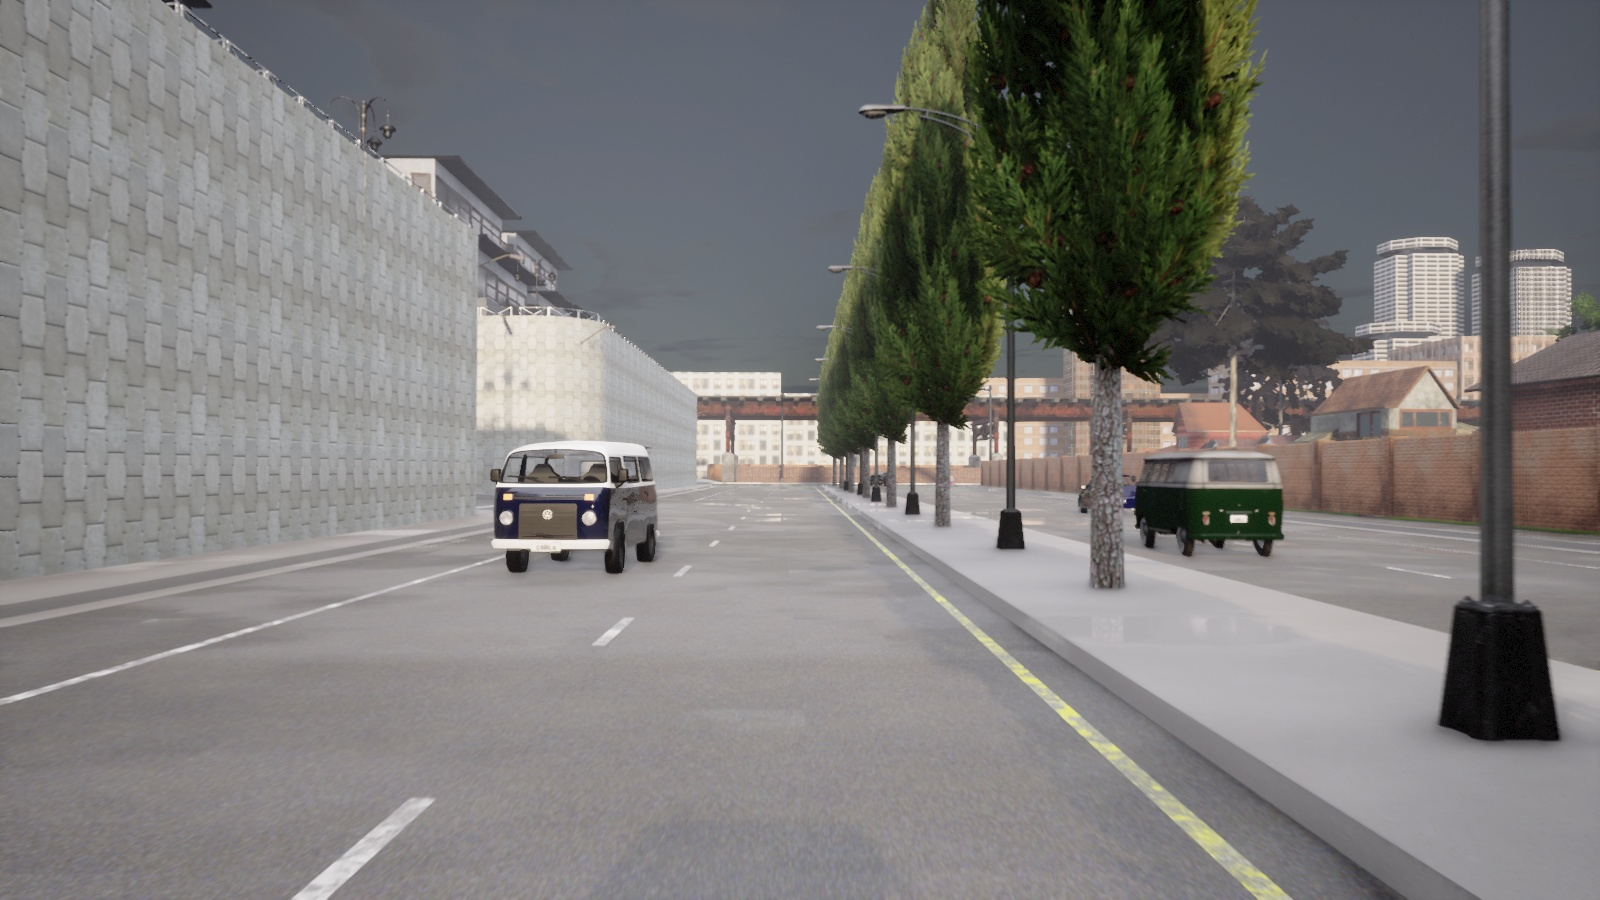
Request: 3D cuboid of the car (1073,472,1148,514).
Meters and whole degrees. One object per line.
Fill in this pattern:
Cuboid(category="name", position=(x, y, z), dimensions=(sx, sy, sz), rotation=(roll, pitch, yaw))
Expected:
Cuboid(category="car", position=(11.388, 1.558, 46.319), dimensions=(1.845, 1.501, 3.633), rotation=(0, -1, 0))

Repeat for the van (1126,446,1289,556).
Cuboid(category="van", position=(7.938, 0.953, 24.930), dimensions=(1.775, 1.987, 4.442), rotation=(0, -1, 0))

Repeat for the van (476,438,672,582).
Cuboid(category="van", position=(-3.455, 0.888, 20.108), dimensions=(2.069, 2.038, 4.480), rotation=(0, -1, 4))
